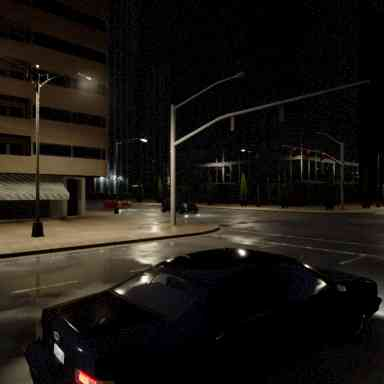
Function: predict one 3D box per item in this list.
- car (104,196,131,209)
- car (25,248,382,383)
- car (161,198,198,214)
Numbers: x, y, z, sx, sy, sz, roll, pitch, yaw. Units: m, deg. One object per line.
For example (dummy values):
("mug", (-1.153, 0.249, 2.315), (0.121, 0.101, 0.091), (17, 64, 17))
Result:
("car", (-10.290, 1.407, 45.925), (2.097, 1.767, 4.553), (0, 0, -42))
("car", (0.696, 1.547, 4.703), (5.357, 1.411, 2.033), (0, 0, -39))
("car", (-1.373, 1.408, 36.025), (2.097, 1.767, 4.553), (0, 0, -42))
